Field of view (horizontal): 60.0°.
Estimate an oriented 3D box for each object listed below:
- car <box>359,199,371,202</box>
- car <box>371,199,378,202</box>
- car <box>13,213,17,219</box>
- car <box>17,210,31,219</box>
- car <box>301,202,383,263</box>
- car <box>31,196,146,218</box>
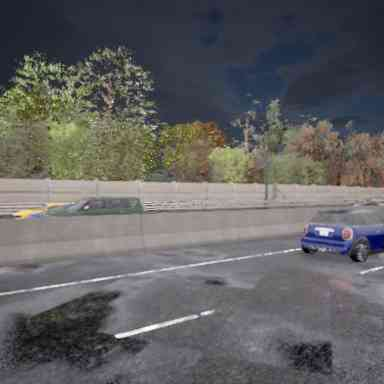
[{"bbox_3d":[25.031,1.767,47.618,4.902,1.511,2.128,0,0,-35],"label":"car"},{"bbox_3d":[26.275,1.870,44.216,4.718,1.301,1.895,0,0,-35],"label":"car"},{"bbox_3d":[-9.552,1.509,22.976,5.008,1.535,1.882,0,0,-36],"label":"car"},{"bbox_3d":[-7.499,1.509,20.142,5.008,1.535,1.882,0,0,-36],"label":"car"},{"bbox_3d":[6.189,1.421,12.466,4.553,1.767,2.097,0,0,-36],"label":"car"},{"bbox_3d":[-5.105,1.255,17.550,5.566,2.045,2.150,0,0,-36],"label":"car"}]
